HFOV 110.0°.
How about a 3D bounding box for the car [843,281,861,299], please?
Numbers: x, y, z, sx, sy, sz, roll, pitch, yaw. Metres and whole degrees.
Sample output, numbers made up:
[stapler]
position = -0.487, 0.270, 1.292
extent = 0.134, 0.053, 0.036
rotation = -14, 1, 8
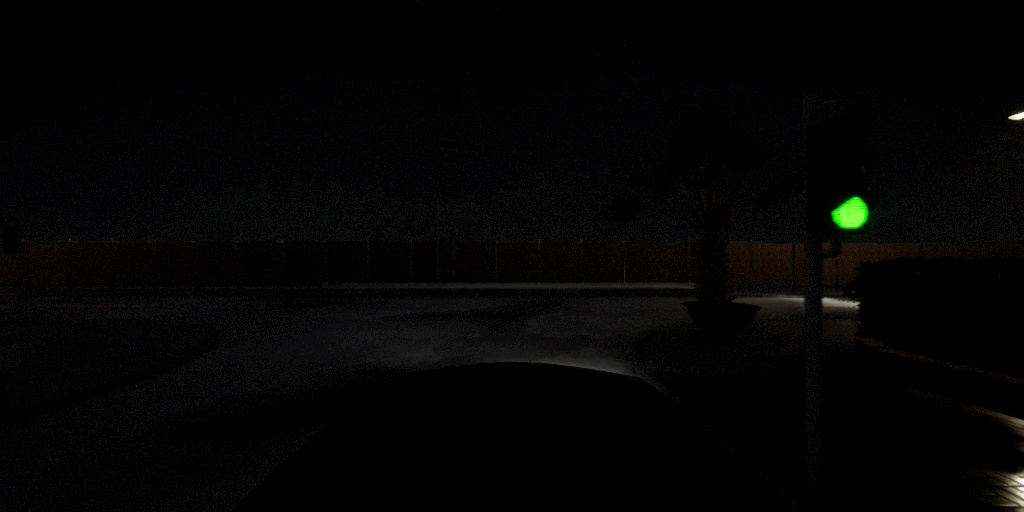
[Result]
[car]
position = 19.091, 1.473, 17.618
extent = 4.674, 1.442, 1.812
rotation = 0, -1, 0
